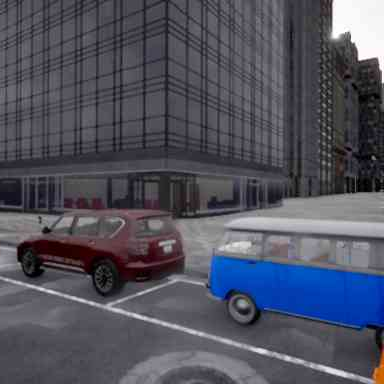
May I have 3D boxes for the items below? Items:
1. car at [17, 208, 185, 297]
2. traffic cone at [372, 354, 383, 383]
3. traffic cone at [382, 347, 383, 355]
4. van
[{"bbox_3d":[-2.512,1.361,8.766,5.009,1.841,2.192,0,0,34],"label":"car"},{"bbox_3d":[1.845,1.969,3.222,0.340,0.580,0.340,0,0,34],"label":"traffic cone"},{"bbox_3d":[2.408,1.972,4.048,0.340,0.580,0.340,0,0,34],"label":"traffic cone"},{"bbox_3d":[2.157,1.365,5.584,3.998,1.788,1.690,0,0,34],"label":"van"}]
